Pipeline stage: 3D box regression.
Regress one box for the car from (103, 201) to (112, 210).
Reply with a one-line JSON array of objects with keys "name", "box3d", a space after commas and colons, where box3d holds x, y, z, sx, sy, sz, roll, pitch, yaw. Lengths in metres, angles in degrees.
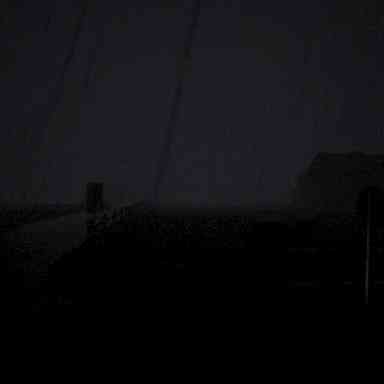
[{"name": "car", "box3d": [-13.537, 2.078, 51.552, 2.033, 1.411, 5.357, 1, -1, -6]}]
